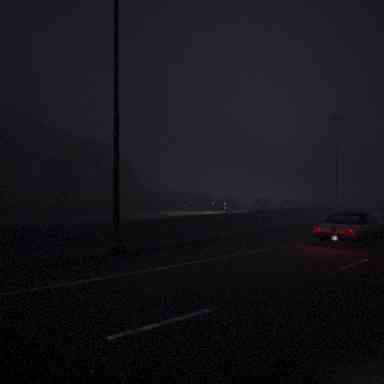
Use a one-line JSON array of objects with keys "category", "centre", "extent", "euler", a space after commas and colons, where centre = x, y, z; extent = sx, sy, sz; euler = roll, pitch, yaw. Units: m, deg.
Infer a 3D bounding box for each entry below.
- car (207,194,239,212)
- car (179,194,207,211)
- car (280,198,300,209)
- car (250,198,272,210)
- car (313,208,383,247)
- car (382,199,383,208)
[{"category": "car", "centre": [4.020, 1.373, 40.140], "extent": [2.097, 1.767, 4.553], "euler": [0, 0, 28]}, {"category": "car", "centre": [0.578, 1.245, 40.991], "extent": [2.150, 2.045, 5.566], "euler": [0, 0, 30]}, {"category": "car", "centre": [11.837, 1.508, 40.027], "extent": [2.128, 1.511, 4.902], "euler": [0, 0, 25]}, {"category": "car", "centre": [8.715, 1.524, 41.566], "extent": [1.837, 1.490, 4.892], "euler": [0, 0, 25]}, {"category": "car", "centre": [7.448, 1.606, 15.303], "extent": [1.895, 1.301, 4.718], "euler": [0, 0, 45]}, {"category": "car", "centre": [17.683, 1.227, 28.501], "extent": [2.150, 2.045, 5.566], "euler": [0, 0, 32]}]
